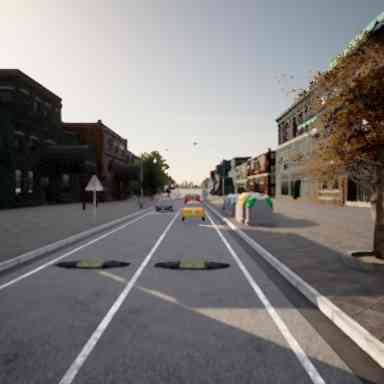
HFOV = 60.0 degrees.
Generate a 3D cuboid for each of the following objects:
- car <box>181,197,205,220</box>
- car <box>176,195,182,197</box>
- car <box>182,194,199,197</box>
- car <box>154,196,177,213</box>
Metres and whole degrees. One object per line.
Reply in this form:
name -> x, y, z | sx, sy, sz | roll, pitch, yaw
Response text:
car -> 0.114, 1.443, 27.483 | 1.801, 1.575, 5.366 | 0, 0, 0
car -> -2.949, 1.281, 78.825 | 1.882, 1.535, 5.008 | 0, 0, 0
car -> 0.082, 1.227, 45.568 | 2.150, 2.045, 5.566 | 0, 0, 0
car -> -3.067, 1.495, 37.484 | 1.837, 1.490, 4.892 | 0, 0, 0
